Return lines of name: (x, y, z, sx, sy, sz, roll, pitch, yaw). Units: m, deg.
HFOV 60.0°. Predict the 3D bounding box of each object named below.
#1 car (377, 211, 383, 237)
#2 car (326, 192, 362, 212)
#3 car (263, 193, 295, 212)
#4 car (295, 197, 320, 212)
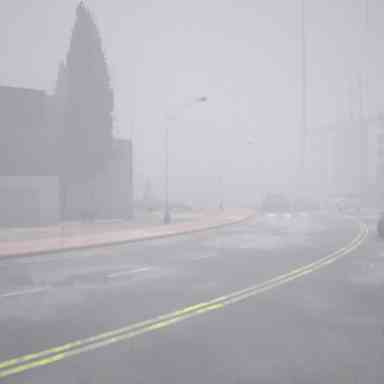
car: (10.543, 1.470, 16.868, 1.994, 1.385, 4.181, 0, 0, 30)
car: (16.444, 1.070, 36.247, 2.150, 2.045, 5.566, 0, 0, 4)
car: (9.350, 1.132, 36.966, 2.150, 2.045, 5.566, 0, 0, 3)
car: (12.786, 1.384, 37.248, 1.837, 1.490, 4.892, 0, 0, 2)
